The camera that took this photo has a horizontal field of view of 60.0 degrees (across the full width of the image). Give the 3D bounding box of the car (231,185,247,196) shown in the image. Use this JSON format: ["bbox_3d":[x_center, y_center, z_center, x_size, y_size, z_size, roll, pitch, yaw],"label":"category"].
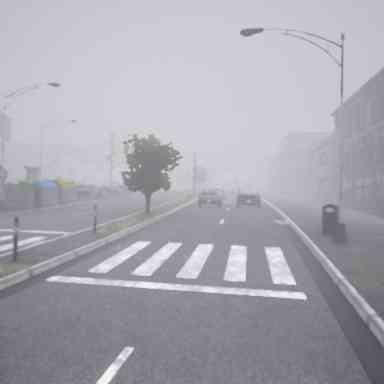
[{"bbox_3d":[6.710,-0.248,48.101,1.895,1.301,4.718,1,2,4],"label":"car"}]

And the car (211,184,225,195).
[{"bbox_3d":[3.725,-0.397,48.380,1.812,1.442,4.674,1,3,3],"label":"car"}]

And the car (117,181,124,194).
[{"bbox_3d":[-10.915,-0.323,40.117,4.674,1.452,2.002,0,2,-14],"label":"car"}]

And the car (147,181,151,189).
[{"bbox_3d":[-9.830,-0.977,54.824,4.892,1.521,2.231,0,3,-17],"label":"car"}]

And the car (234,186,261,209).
[{"bbox_3d":[4.618,0.448,27.498,1.882,1.535,5.008,1,3,8],"label":"car"}]

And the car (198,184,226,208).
[{"bbox_3d":[1.603,0.409,27.598,2.128,1.511,4.902,1,3,8],"label":"car"}]

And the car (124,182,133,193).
[{"bbox_3d":[-10.636,-0.488,43.049,5.008,1.535,2.097,0,3,-15],"label":"car"}]

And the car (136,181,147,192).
[{"bbox_3d":[-9.990,-0.855,51.875,4.892,1.521,2.231,0,3,-16],"label":"car"}]

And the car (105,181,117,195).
[{"bbox_3d":[-11.202,-0.238,37.173,4.892,1.521,2.231,0,3,-13],"label":"car"}]

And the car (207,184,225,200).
[{"bbox_3d":[2.812,-0.027,37.905,1.882,1.535,5.008,1,2,5],"label":"car"}]

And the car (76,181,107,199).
[{"bbox_3d":[-11.565,-0.083,34.233,4.792,1.488,2.163,0,3,-13],"label":"car"}]

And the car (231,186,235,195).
[{"bbox_3d":[5.789,0.057,37.546,2.128,1.511,4.902,1,2,5],"label":"car"}]

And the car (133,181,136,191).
[{"bbox_3d":[-10.429,-0.736,45.978,4.553,1.767,2.185,0,2,-15],"label":"car"}]
